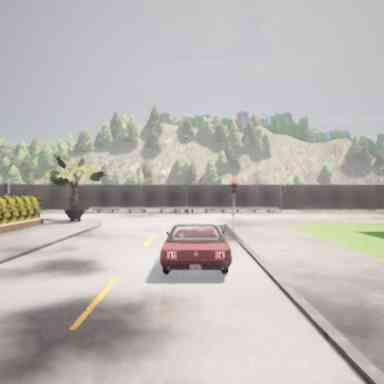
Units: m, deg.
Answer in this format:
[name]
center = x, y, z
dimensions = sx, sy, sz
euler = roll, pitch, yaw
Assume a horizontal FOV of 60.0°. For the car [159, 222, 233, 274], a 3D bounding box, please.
[car]
center = 0.099, 1.619, 10.591
dimensions = 1.895, 1.301, 4.718
euler = 0, 0, 0
